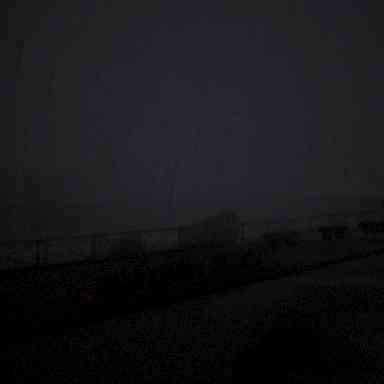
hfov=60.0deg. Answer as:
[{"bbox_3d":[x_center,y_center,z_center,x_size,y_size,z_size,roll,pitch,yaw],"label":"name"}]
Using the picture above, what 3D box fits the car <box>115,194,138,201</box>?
[{"bbox_3d":[-13.798,1.252,70.397,4.892,1.490,1.837,-1,0,-36],"label":"car"}]
